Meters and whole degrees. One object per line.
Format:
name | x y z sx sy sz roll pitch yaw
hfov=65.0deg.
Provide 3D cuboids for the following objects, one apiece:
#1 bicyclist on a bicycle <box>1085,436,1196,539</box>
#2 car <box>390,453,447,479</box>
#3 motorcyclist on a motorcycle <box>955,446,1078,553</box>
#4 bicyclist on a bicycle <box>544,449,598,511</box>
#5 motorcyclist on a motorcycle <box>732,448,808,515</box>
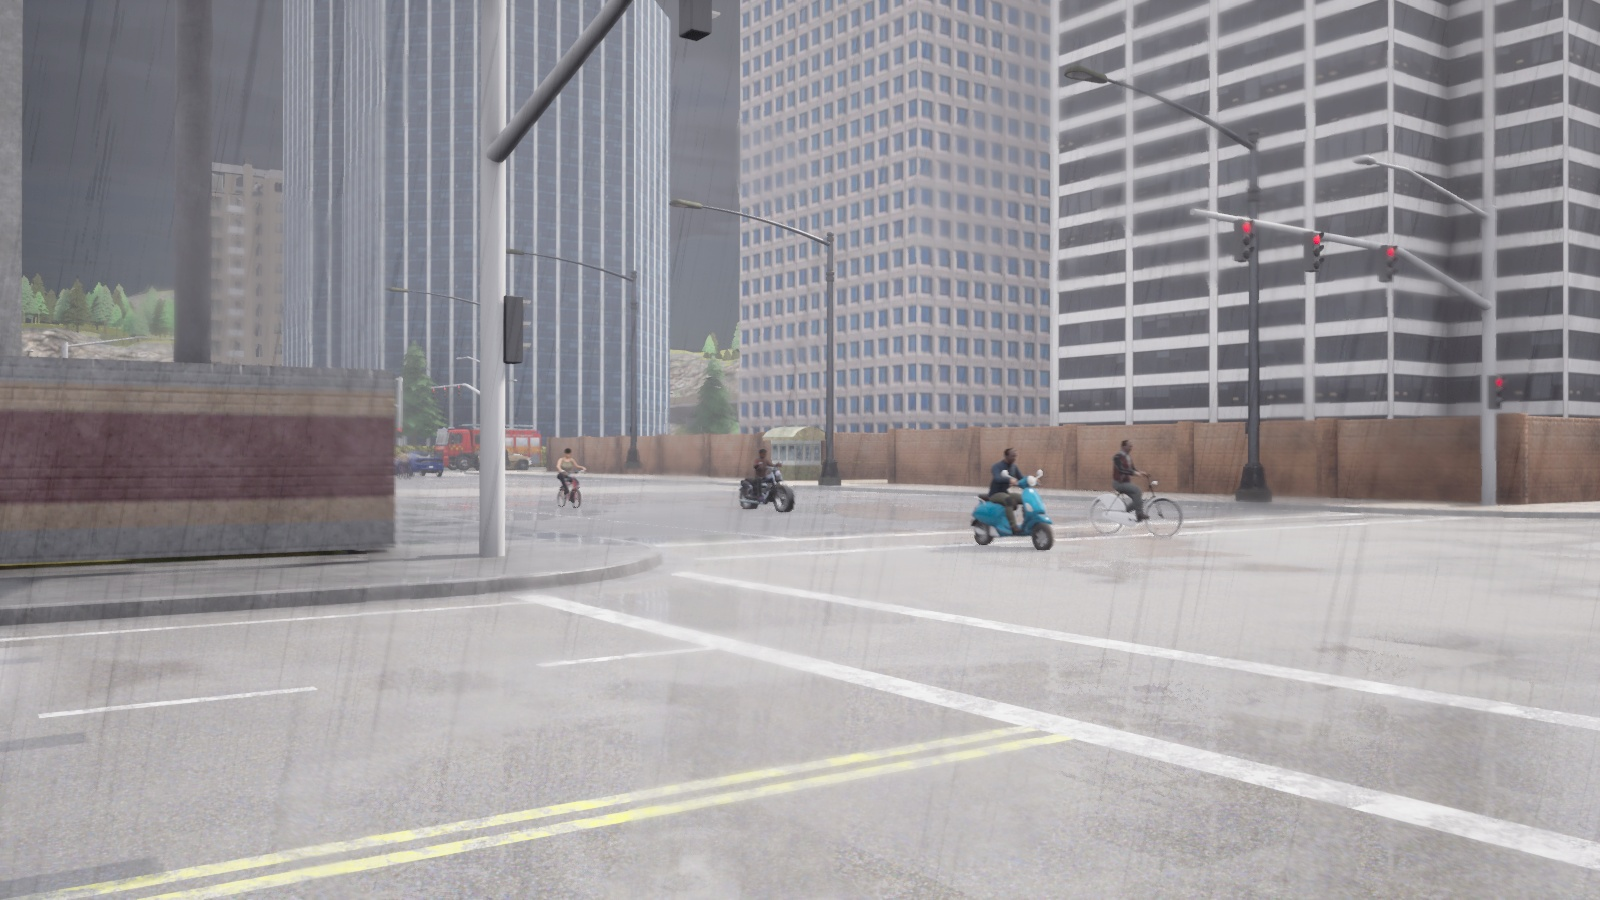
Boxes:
bicyclist on a bicycle | 6.121 0.658 22.635 1.843 1.776 0.659 -1 -1 45
car | -23.467 0.961 77.173 1.882 1.535 5.008 0 0 -35
motorcyclist on a motorcycle | 3.368 0.739 19.683 0.866 1.590 1.817 0 0 -35
bicyclist on a bicycle | -6.114 0.776 33.467 0.866 1.612 1.509 0 0 -34
motorcyclist on a motorcycle | -0.796 0.775 31.905 0.766 1.649 2.350 0 0 -35
